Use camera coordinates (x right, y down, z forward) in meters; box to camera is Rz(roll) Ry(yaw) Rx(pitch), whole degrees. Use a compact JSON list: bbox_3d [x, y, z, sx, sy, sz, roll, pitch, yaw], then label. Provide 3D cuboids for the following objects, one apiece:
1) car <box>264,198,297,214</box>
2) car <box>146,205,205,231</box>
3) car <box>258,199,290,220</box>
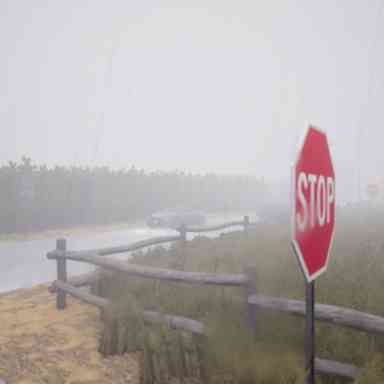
[{"bbox_3d":[9.349,1.437,34.807,1.812,1.442,4.674,0,0,36],"label":"car"},{"bbox_3d":[-0.938,1.542,20.785,1.994,1.385,4.181,0,0,36],"label":"car"},{"bbox_3d":[6.787,1.456,25.808,2.128,1.511,4.902,0,0,36],"label":"car"}]
